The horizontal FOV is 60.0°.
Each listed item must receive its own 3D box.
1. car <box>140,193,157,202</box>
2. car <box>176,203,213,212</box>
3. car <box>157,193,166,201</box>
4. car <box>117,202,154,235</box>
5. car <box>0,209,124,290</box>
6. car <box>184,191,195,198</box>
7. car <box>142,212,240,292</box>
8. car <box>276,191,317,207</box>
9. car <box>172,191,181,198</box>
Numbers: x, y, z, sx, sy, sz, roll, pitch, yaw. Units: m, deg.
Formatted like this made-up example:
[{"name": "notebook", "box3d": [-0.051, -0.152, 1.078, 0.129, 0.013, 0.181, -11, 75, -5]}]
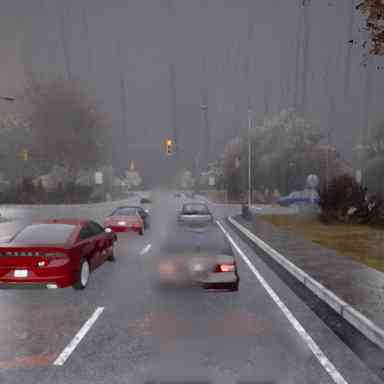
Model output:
[{"name": "car", "box3d": [-6.851, 1.083, 51.158, 1.882, 1.535, 5.008, 0, 1, -3]}, {"name": "car", "box3d": [0.150, 1.380, 18.676, 2.128, 1.511, 4.902, 0, 0, -1]}, {"name": "car", "box3d": [-6.958, 0.928, 67.383, 1.882, 1.535, 5.008, 0, 1, 0]}, {"name": "car", "box3d": [-3.379, 1.458, 18.047, 1.994, 1.385, 4.181, 0, 0, 0]}, {"name": "car", "box3d": [-3.388, 1.445, 9.060, 1.882, 1.535, 5.008, 0, 0, 0]}, {"name": "car", "box3d": [-0.394, 0.715, 86.243, 2.128, 1.511, 4.902, 0, 1, -4]}, {"name": "car", "box3d": [0.110, 1.516, 8.984, 2.033, 1.411, 5.357, 0, 0, 0]}, {"name": "car", "box3d": [13.813, 0.896, 43.245, 5.566, 2.045, 2.150, 0, 1, -4]}, {"name": "car", "box3d": [-3.895, 0.787, 86.161, 1.895, 1.301, 4.718, 0, 1, -4]}]
